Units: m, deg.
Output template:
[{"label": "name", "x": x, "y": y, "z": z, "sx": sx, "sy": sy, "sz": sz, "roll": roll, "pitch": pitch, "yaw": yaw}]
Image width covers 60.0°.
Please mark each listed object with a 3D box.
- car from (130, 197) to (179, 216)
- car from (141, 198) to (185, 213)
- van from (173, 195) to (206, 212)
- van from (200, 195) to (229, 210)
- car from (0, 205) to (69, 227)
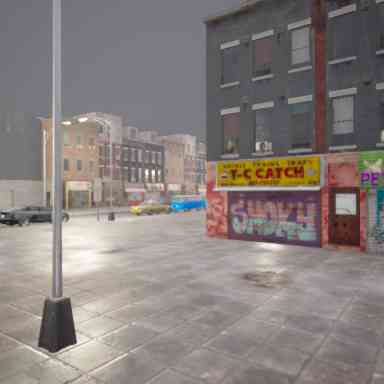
[{"label": "car", "x": -3.654, "y": 1.448, "z": 31.428, "sx": 1.752, "sy": 1.417, "sz": 4.829, "roll": 0, "pitch": 0, "yaw": 35}, {"label": "car", "x": -3.112, "y": 1.411, "z": 36.588, "sx": 2.128, "sy": 1.511, "sz": 4.902, "roll": 0, "pitch": 0, "yaw": 35}, {"label": "van", "x": -0.465, "y": 1.248, "z": 35.896, "sx": 1.690, "sy": 1.788, "sz": 3.998, "roll": 0, "pitch": 0, "yaw": 35}, {"label": "van", "x": 2.824, "y": 1.233, "z": 40.503, "sx": 1.690, "sy": 1.788, "sz": 3.998, "roll": 0, "pitch": 0, "yaw": 35}, {"label": "car", "x": -10.331, "y": 1.522, "z": 22.077, "sx": 1.947, "sy": 1.339, "sz": 4.313, "roll": 0, "pitch": 0, "yaw": 35}]
